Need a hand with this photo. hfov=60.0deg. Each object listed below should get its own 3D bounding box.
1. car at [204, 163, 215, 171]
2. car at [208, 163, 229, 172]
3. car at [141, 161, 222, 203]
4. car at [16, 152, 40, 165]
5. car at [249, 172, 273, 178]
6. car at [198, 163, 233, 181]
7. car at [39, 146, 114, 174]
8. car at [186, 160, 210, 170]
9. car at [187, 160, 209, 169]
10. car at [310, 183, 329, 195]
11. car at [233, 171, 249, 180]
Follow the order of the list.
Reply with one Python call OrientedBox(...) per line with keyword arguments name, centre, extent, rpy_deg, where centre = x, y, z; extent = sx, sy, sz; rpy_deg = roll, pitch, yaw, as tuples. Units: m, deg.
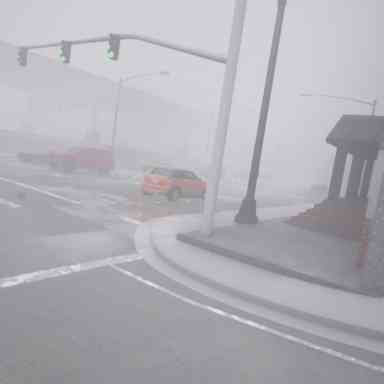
OrientedBox(name="car", centre=(4.108, -6.046, 79.103), extent=(2.038, 1.542, 4.974), rpy_deg=(8, 6, 0))
OrientedBox(name="car", centre=(6.685, -6.173, 83.874), extent=(4.974, 1.542, 2.038), rpy_deg=(6, 7, -25))
OrientedBox(name="car", centre=(-0.665, -0.546, 18.879), extent=(2.097, 1.767, 4.553), rpy_deg=(13, 8, 35))
OrientedBox(name="car", centre=(-12.190, -2.910, 28.212), extent=(1.895, 1.301, 4.718), rpy_deg=(13, 7, 36))
OrientedBox(name="car", centre=(11.661, -2.562, 54.250), extent=(1.895, 1.301, 4.718), rpy_deg=(13, 7, 36))
OrientedBox(name="car", centre=(2.290, -2.609, 41.800), extent=(2.150, 2.045, 5.566), rpy_deg=(13, 7, 36))
OrientedBox(name="car", centre=(-8.823, -2.658, 26.856), extent=(2.150, 2.045, 5.566), rpy_deg=(13, 7, 36))
OrientedBox(name="car", centre=(1.368, -6.057, 75.398), extent=(4.974, 1.542, 2.038), rpy_deg=(7, 6, -10))
OrientedBox(name="car", centre=(1.340, -6.218, 75.372), extent=(4.536, 1.218, 1.853), rpy_deg=(7, 6, -10))
OrientedBox(name="car", centre=(17.514, -0.417, 44.888), extent=(2.128, 1.511, 4.902), rpy_deg=(13, 7, 36))
OrientedBox(name="car", centre=(8.866, -2.848, 56.365), extent=(2.033, 1.411, 5.357), rpy_deg=(13, 7, 36))
